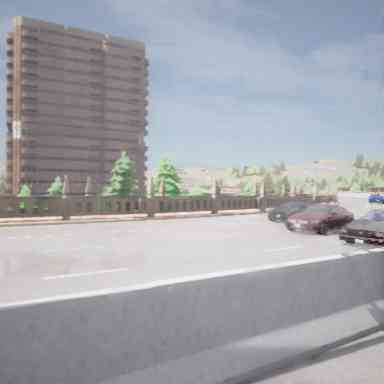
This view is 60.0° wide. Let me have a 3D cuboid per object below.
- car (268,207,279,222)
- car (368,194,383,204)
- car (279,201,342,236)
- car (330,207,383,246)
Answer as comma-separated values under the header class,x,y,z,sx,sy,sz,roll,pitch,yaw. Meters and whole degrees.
class,x,y,z,sx,sy,sz,roll,pitch,yaw
car,6.892,1.320,22.060,4.181,1.385,1.994,0,1,-41
car,30.719,1.111,55.536,1.882,1.535,5.008,1,1,23
car,6.849,1.356,17.432,4.674,1.442,1.812,0,1,-40
car,8.361,1.458,14.115,5.357,1.411,2.033,0,1,-38
